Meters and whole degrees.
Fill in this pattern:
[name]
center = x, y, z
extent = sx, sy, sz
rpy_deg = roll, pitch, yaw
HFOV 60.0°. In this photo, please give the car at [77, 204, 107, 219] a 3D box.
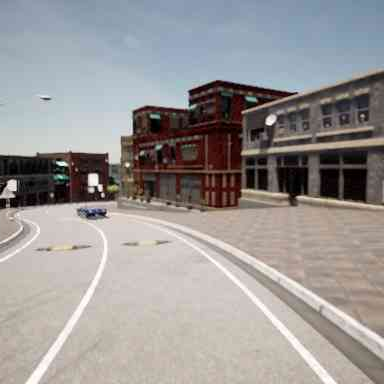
[car]
center = -9.847, 1.828, 32.336
extent = 1.895, 1.301, 4.718
rpy_deg = -3, 1, -31
